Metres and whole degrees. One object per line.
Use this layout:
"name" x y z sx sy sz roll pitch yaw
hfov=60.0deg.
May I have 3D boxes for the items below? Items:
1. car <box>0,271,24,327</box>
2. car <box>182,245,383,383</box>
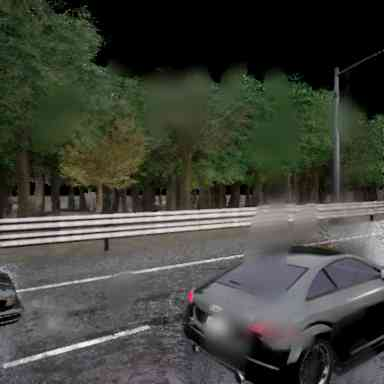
"car" -5.247 1.556 4.304 5.357 1.411 2.033 0 0 -35
"car" 1.919 1.543 5.116 4.181 1.385 1.994 0 0 -35
